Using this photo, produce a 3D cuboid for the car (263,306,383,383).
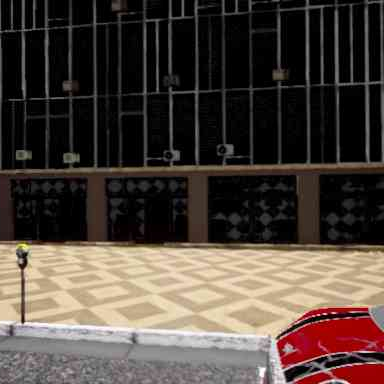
[{"bbox_3d":[2.649,1.440,2.718,4.097,1.590,1.967,0,0,8],"label":"car"}]
